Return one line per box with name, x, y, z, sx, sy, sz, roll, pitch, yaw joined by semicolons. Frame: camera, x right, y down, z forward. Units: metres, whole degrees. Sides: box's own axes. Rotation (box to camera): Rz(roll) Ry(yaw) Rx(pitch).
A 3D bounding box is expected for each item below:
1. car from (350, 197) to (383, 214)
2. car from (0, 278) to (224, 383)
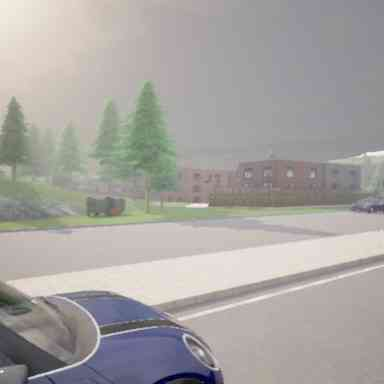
car;19.143;1.372;36.007;4.553;1.767;2.097;0;0;-35
car;-1.906;1.351;2.345;4.553;1.767;2.097;0;0;-36
